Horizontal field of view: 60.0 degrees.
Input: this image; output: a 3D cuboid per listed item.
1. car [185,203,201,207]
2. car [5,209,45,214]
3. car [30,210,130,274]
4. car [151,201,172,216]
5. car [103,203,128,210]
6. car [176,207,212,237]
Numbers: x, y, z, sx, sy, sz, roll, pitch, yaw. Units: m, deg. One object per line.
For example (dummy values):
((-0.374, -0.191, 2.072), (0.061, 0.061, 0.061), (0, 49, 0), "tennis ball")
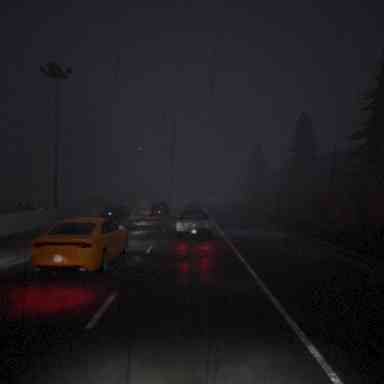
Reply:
((0.111, 1.914, 39.261), (1.895, 1.301, 4.718), (0, 0, 0), "car")
((-17.555, 1.808, 35.389), (2.033, 1.411, 5.357), (0, 0, 0), "car")
((-3.399, 1.561, 10.928), (1.882, 1.535, 5.008), (0, 0, 0), "car")
((-3.388, 1.794, 36.577), (1.837, 1.490, 4.892), (0, 0, 0), "car")
((-6.891, 1.795, 29.942), (1.994, 1.385, 4.181), (0, 0, 0), "car")
((0.106, 1.755, 19.201), (1.895, 1.301, 4.718), (0, 0, 0), "car")
